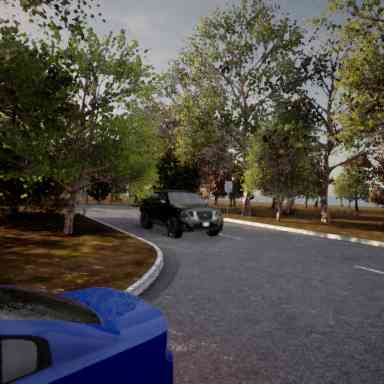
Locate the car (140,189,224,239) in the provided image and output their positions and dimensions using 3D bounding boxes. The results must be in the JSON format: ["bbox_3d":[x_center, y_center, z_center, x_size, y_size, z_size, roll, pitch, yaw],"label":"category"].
[{"bbox_3d":[-0.716,0.894,15.780,2.150,2.045,5.566,1,0,-28],"label":"car"}]

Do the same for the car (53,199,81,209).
[{"bbox_3d":[-13.254,0.908,32.314,4.718,1.301,1.895,1,-1,12],"label":"car"}]

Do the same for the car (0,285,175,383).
[{"bbox_3d":[-2.373,1.476,1.952,5.008,1.535,1.882,0,0,-43],"label":"car"}]
